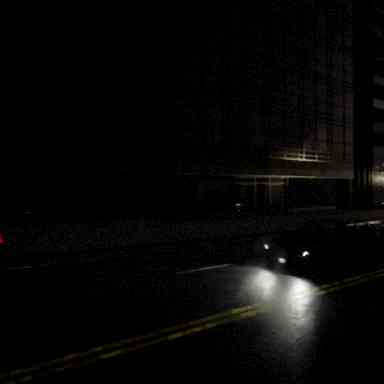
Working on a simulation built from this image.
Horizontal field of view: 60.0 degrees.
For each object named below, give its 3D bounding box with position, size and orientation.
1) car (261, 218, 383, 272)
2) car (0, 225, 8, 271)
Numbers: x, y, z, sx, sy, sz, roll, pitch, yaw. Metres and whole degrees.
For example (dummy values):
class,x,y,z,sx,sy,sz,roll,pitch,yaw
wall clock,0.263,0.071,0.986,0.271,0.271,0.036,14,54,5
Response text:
class,x,y,z,sx,sy,sz,roll,pitch,yaw
car,4.736,1.578,11.050,5.357,1.411,2.033,0,0,-35
car,-6.909,1.217,6.739,5.566,2.045,2.150,0,0,-35
